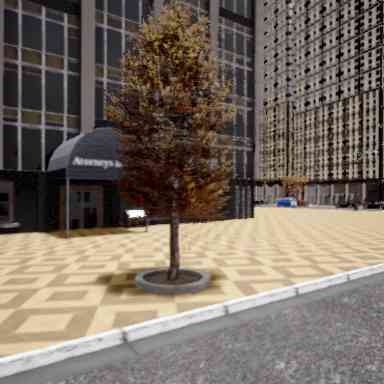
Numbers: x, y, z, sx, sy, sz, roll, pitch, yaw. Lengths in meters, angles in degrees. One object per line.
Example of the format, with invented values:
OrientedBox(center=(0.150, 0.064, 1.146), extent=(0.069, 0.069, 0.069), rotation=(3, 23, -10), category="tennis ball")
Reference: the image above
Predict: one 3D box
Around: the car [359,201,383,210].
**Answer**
OrientedBox(center=(28.938, 1.998, 51.791), extent=(1.947, 1.339, 4.313), rotation=(-1, -1, -23), category="car")

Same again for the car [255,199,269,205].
OrientedBox(center=(15.576, 2.252, 76.081), extent=(2.128, 1.511, 4.902), rotation=(0, -1, -23), category="car")

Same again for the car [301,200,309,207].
OrientedBox(center=(20.567, 2.204, 64.482), extent=(1.812, 1.442, 4.674), rotation=(0, -2, -23), category="car")

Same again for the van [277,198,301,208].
OrientedBox(center=(16.791, 1.931, 58.817), extent=(1.690, 1.788, 3.998), rotation=(-1, -1, -23), category="van")

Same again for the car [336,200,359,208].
OrientedBox(center=(26.716, 2.092, 56.958), extent=(1.947, 1.339, 4.313), rotation=(-1, -1, -23), category="car")
